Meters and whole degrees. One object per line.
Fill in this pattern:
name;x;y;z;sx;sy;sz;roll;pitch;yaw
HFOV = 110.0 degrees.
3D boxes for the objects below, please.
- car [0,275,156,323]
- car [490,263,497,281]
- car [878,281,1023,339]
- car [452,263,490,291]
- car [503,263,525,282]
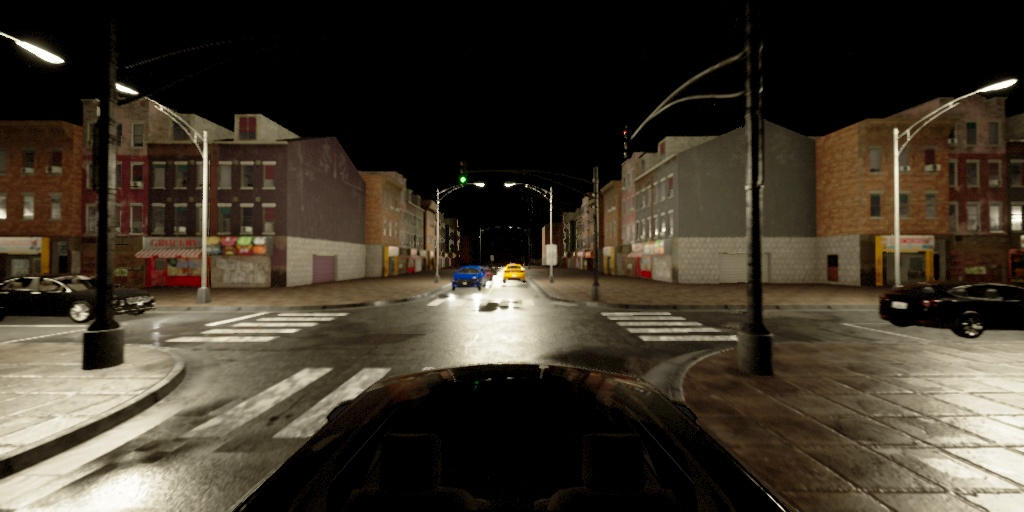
car;-14.982;1.384;12.107;4.892;1.490;1.837;0;-1;0
car;-2.809;1.611;34.215;1.994;1.385;4.181;0;-1;0
car;12.362;1.337;9.504;4.313;1.339;1.948;0;0;0
car;-2.807;1.432;24.266;1.882;1.535;5.008;0;-1;1
car;0.181;1.506;32.121;1.882;1.535;5.008;0;-1;0
